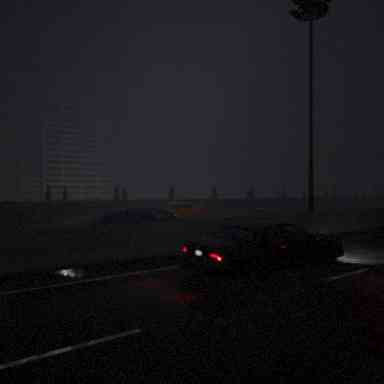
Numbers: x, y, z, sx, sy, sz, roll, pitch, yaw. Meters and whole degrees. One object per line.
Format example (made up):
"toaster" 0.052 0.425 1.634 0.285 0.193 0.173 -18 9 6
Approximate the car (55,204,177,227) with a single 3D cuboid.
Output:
"car" -3.390 1.475 14.473 5.008 1.535 1.882 0 0 -36

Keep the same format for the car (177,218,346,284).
"car" 2.195 1.544 9.612 5.357 1.411 2.033 0 0 -36

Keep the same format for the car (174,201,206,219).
"car" -1.290 1.471 24.569 5.008 1.535 1.882 0 0 -35

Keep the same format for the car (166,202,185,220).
"car" -3.015 1.522 19.039 4.674 1.442 1.812 0 0 -36
